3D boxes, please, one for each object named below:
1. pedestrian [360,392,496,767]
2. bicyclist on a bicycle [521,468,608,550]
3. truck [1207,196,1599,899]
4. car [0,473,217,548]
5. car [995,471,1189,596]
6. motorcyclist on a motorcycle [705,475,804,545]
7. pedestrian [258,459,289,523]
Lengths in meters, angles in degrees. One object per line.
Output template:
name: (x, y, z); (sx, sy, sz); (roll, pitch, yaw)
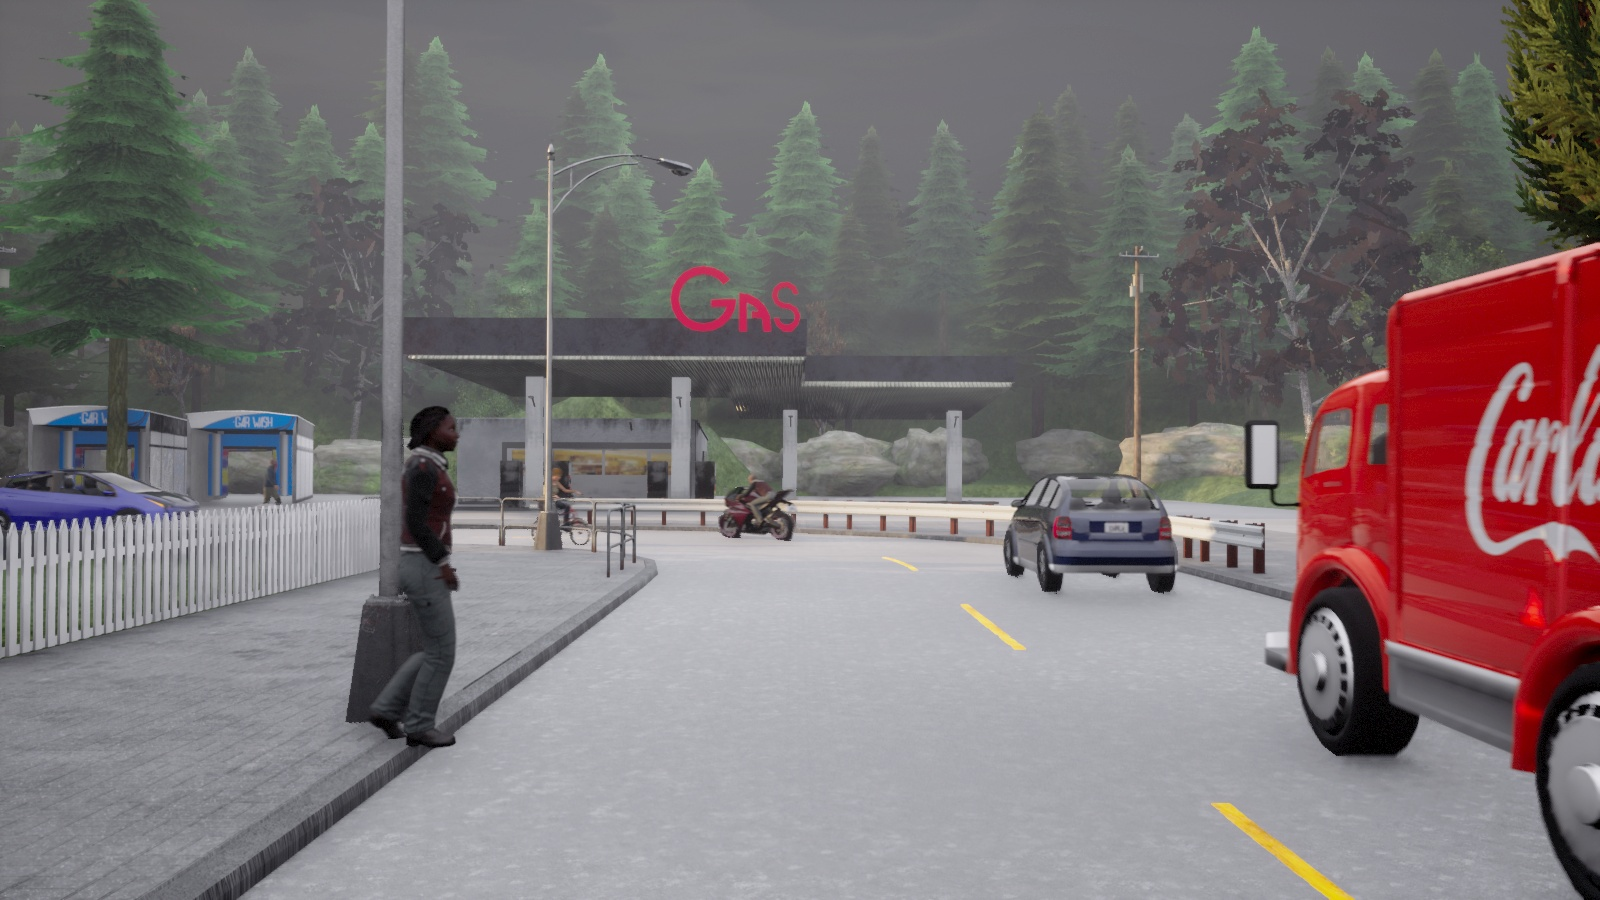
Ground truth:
pedestrian: (-1.979, 0.666, 6.732); (0.666, 1.930, 0.402); (0, -1, -11)
bicyclist on a bicycle: (-4.862, 1.207, 25.983); (1.509, 1.612, 0.866); (-1, 1, 26)
truck: (3.986, 0.405, 5.593); (2.627, 2.467, 5.204); (0, -1, 0)
car: (-15.257, 1.275, 27.008); (4.514, 1.525, 2.007); (0, -1, 0)
car: (3.932, 1.071, 17.523); (1.789, 1.549, 3.705); (0, -1, -1)
motorcyclist on a motorcycle: (-1.052, 1.335, 28.615); (2.191, 1.530, 0.866); (-1, 0, 39)
pedestrian: (-15.234, 1.194, 36.343); (0.726, 1.842, 0.402); (0, -1, -5)
